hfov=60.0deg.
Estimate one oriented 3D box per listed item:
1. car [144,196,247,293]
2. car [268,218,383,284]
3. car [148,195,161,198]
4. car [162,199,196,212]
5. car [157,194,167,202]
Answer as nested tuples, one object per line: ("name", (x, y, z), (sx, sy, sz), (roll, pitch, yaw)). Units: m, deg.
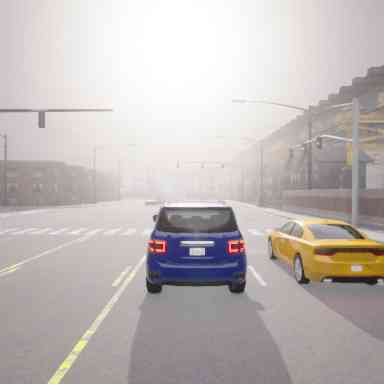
("car", (0.065, 1.236, 9.041), (2.150, 2.045, 5.566), (0, 0, -1))
("car", (3.565, 1.502, 9.667), (1.882, 1.535, 5.008), (0, 0, 0))
("car", (-7.070, 1.606, 57.977), (2.033, 1.411, 5.357), (0, 0, 0))
("car", (-1.519, 1.600, 41.547), (2.033, 1.411, 5.357), (0, 0, 23))
("car", (-6.995, 1.441, 77.908), (2.097, 1.767, 4.553), (0, 0, 0))
